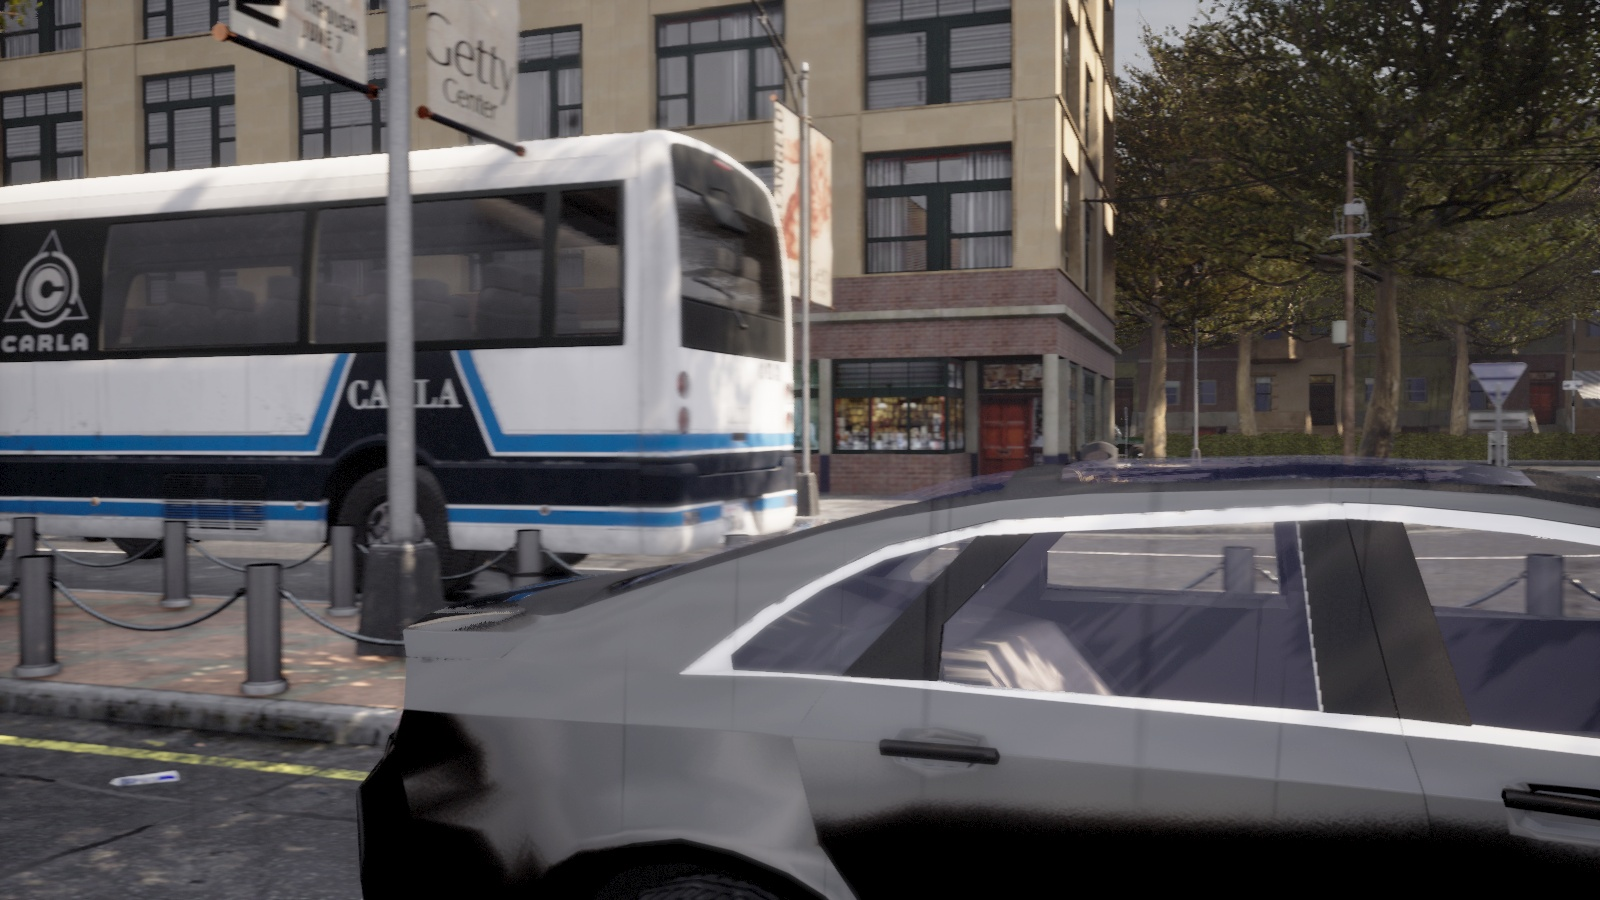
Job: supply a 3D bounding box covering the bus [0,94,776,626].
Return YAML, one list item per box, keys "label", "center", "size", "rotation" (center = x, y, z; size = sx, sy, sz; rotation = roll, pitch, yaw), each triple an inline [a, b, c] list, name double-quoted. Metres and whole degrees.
- label: "bus"
  center: [-5.765, -0.789, 13.556]
  size: [10.273, 4.253, 3.944]
  rotation: [1, 1, 19]

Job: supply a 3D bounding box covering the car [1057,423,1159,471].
- label: "car"
  center: [12.569, -0.150, 51.157]
  size: [3.866, 1.878, 1.905]
  rotation: [1, 1, 19]

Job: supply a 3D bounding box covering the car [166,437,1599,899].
- label: "car"
  center: [1.406, 0.744, 2.720]
  size: [4.902, 1.511, 2.128]
  rotation: [1, 1, 19]
